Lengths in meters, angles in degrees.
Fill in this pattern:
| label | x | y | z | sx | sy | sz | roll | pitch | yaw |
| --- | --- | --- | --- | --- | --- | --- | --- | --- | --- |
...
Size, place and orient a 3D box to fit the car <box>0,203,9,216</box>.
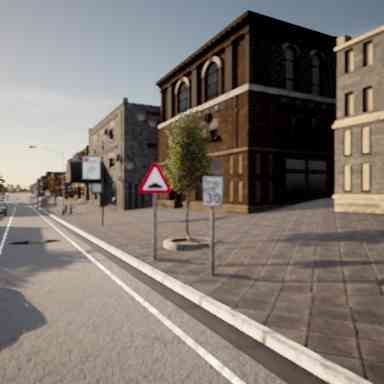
| label | x | y | z | sx | sy | sz | roll | pitch | yaw |
| --- | --- | --- | --- | --- | --- | --- | --- | --- | --- |
| car | -23.609 | 2.152 | 40.743 | 2.128 | 1.511 | 4.902 | 0 | -1 | -27 |
